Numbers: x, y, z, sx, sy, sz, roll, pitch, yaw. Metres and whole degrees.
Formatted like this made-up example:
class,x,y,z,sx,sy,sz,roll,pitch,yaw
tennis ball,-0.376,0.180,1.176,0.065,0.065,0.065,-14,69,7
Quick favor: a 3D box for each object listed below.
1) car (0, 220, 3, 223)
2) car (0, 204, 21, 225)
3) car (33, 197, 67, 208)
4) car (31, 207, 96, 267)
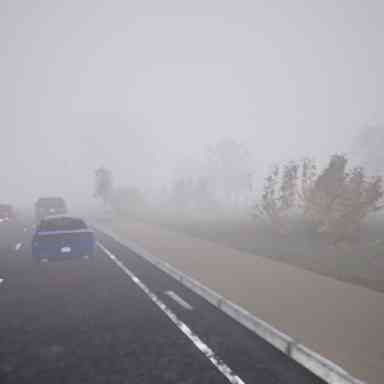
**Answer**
class,x,y,z,sx,sy,sz,roll,pitch,yaw
car,-7.836,1.717,11.153,1.895,1.301,4.718,-1,0,-23
car,-14.351,1.717,25.400,1.837,1.490,4.892,-1,0,-25
car,-10.904,1.387,25.694,2.150,2.045,5.566,-1,0,-25
car,-4.678,1.551,12.033,1.882,1.535,5.008,-1,0,-24
